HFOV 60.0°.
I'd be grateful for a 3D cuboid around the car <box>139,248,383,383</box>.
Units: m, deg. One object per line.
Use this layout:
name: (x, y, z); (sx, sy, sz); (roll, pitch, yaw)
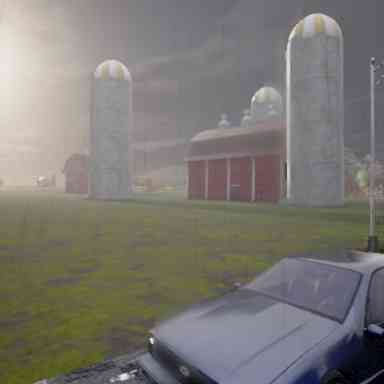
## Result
car: (2.036, 1.556, 4.536); (5.357, 1.411, 2.033); (0, 0, -35)
